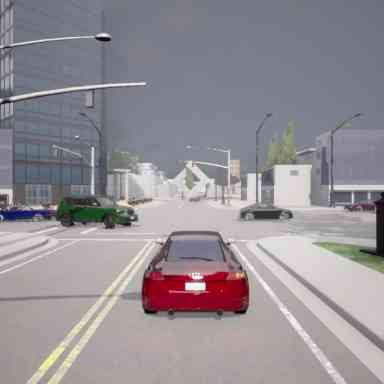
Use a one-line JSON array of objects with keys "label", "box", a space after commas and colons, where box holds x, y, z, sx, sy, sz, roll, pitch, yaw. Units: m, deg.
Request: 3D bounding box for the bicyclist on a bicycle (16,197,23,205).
[{"label": "bicyclist on a bicycle", "box": [-22.002, 1.466, 42.502, 0.582, 1.620, 1.656, -1, 0, 0]}]

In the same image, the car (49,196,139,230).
[{"label": "car", "box": [-6.140, 1.252, 21.423, 5.566, 2.045, 2.150, -1, -1, 24]}]

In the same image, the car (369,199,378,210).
[{"label": "car", "box": [21.522, 1.167, 33.567, 5.566, 2.045, 2.150, 0, 0, 0]}]

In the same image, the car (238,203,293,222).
[{"label": "car", "box": [5.766, 1.564, 26.248, 4.181, 1.385, 1.994, 0, 0, 0]}]

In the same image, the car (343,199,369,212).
[{"label": "car", "box": [19.846, 1.502, 37.070, 5.357, 1.411, 2.033, 0, 0, -1]}]

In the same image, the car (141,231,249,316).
[{"label": "car", "box": [0.070, 1.564, 7.623, 1.994, 1.385, 4.181, 0, 0, 0]}]

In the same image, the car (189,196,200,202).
[{"label": "car", "box": [0.688, 1.595, 76.964, 1.895, 1.301, 4.718, 0, 0, 12]}]

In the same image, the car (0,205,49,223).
[{"label": "car", "box": [-13.208, 1.676, 26.096, 4.718, 1.301, 1.895, -1, 0, 0]}]
